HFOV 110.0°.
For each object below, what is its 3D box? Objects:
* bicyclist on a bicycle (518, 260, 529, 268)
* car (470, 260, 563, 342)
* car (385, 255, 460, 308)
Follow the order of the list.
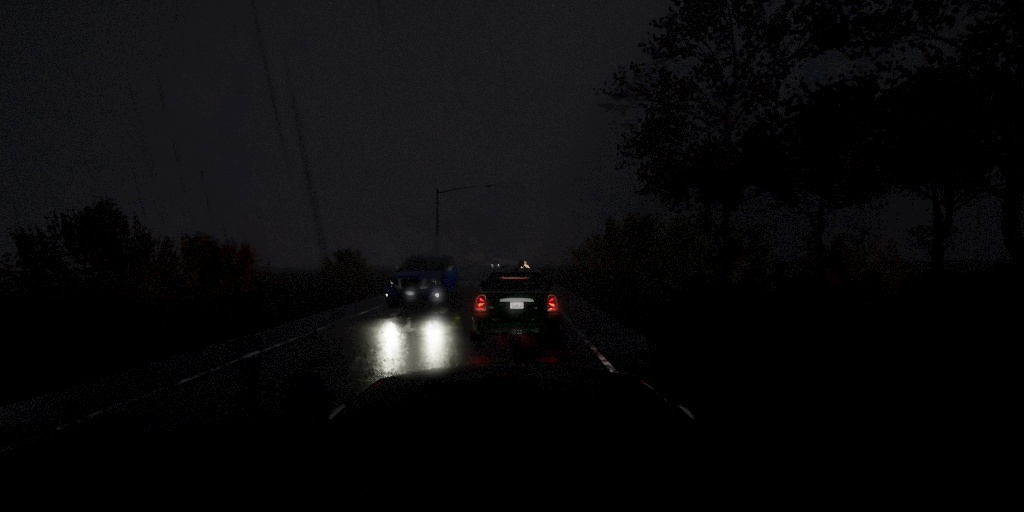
[{"bbox_3d":[0.954,1.177,25.767,0.866,1.612,1.509,0,0,1],"label":"bicyclist on a bicycle"},{"bbox_3d":[0.106,1.099,9.944,2.097,1.767,4.553,0,0,0],"label":"car"},{"bbox_3d":[-3.593,0.966,15.455,2.150,2.045,5.566,0,0,0],"label":"car"}]
